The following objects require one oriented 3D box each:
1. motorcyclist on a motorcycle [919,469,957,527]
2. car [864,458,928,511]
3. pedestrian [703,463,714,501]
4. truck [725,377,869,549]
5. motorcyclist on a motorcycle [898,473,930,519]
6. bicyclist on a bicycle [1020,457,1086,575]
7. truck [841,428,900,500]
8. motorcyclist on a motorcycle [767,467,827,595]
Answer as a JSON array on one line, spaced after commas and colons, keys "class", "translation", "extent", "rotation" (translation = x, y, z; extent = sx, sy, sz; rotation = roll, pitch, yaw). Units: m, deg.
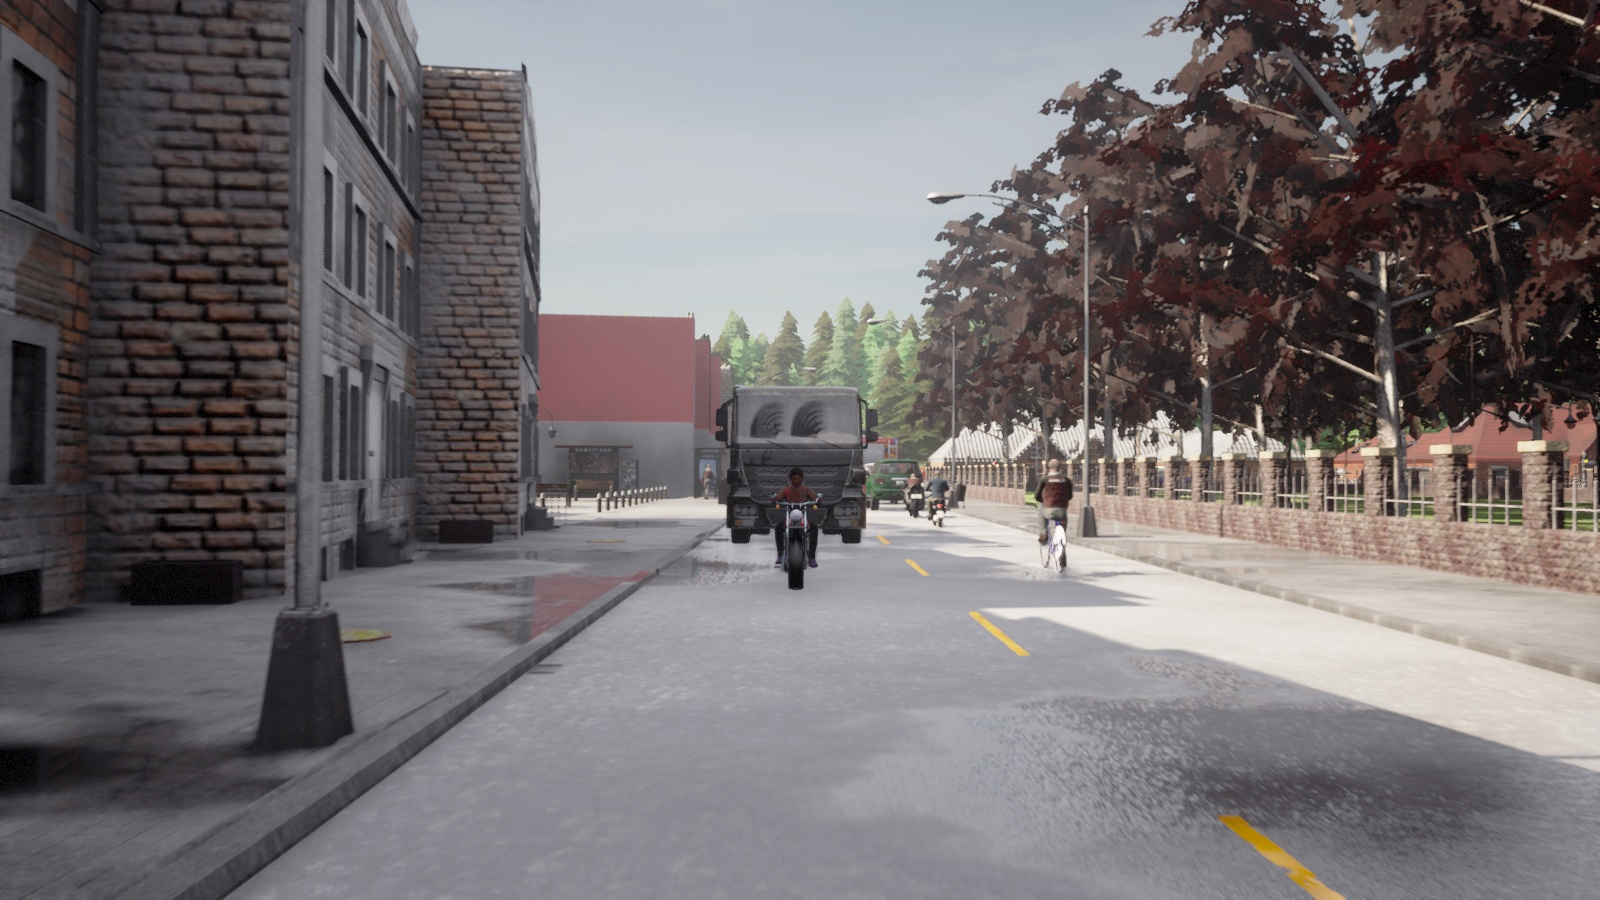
[{"class": "motorcyclist on a motorcycle", "translation": [3.914, 1.355, 35.810], "extent": [0.866, 1.590, 1.817], "rotation": [0, -1, 0]}, {"class": "car", "translation": [3.892, 1.388, 51.738], "extent": [2.150, 2.045, 5.566], "rotation": [0, -1, -1]}, {"class": "pedestrian", "translation": [-4.552, 1.590, 62.451], "extent": [0.376, 1.854, 0.720], "rotation": [0, -1, 10]}, {"class": "truck", "translation": [-0.074, 0.326, 29.314], "extent": [2.891, 3.462, 7.936], "rotation": [0, -1, 0]}, {"class": "motorcyclist on a motorcycle", "translation": [3.899, 1.559, 43.115], "extent": [0.866, 1.530, 2.191], "rotation": [0, -1, 0]}, {"class": "bicyclist on a bicycle", "translation": [3.952, 1.002, 19.743], "extent": [0.659, 1.776, 1.843], "rotation": [0, -1, 0]}, {"class": "truck", "translation": [3.867, 0.828, 70.953], "extent": [2.891, 3.827, 8.468], "rotation": [0, -1, 0]}, {"class": "motorcyclist on a motorcycle", "translation": [-0.042, 1.057, 17.322], "extent": [0.766, 1.649, 2.350], "rotation": [0, -1, 0]}]
